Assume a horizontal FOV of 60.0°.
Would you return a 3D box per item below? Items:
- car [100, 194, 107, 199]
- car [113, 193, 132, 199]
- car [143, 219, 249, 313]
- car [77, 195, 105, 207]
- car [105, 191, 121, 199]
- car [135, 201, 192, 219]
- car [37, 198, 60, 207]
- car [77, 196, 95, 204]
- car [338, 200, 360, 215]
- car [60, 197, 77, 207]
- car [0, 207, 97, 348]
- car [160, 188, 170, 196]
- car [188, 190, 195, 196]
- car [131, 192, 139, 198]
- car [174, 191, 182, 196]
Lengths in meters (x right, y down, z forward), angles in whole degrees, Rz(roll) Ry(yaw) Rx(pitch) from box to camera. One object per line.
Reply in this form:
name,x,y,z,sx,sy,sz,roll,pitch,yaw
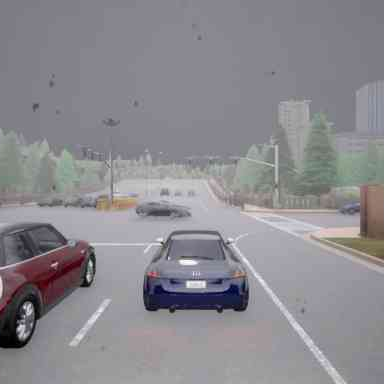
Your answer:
car,-17.559,1.601,60.885,1.895,1.301,4.718,0,0,0
car,-14.049,1.504,66.626,2.033,1.411,5.357,0,1,0
car,0.078,1.564,7.739,1.994,1.385,4.181,0,0,0
car,-14.088,1.563,46.662,1.994,1.385,4.181,0,0,0
car,-17.579,0.844,75.995,2.150,2.045,5.566,0,2,0
car,-2.373,1.491,27.797,4.902,1.511,2.128,0,0,21
car,-21.085,1.547,49.630,2.033,1.411,5.357,0,0,0
car,-21.027,1.511,66.182,2.033,1.411,5.357,0,1,0
car,17.097,1.526,33.157,4.674,1.442,1.812,0,0,0
car,-17.584,1.505,49.863,1.837,1.490,4.892,0,0,0
car,-3.431,1.352,6.443,2.097,1.767,4.553,0,0,0
car,-7.143,-0.093,88.214,2.150,2.045,5.566,0,7,0
car,-0.142,0.242,88.047,2.033,1.411,5.357,0,7,0
car,-14.107,0.799,81.315,1.895,1.301,4.718,0,3,0
car,-3.642,0.310,87.959,1.895,1.301,4.718,0,7,0
